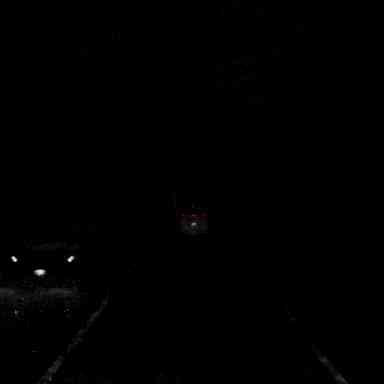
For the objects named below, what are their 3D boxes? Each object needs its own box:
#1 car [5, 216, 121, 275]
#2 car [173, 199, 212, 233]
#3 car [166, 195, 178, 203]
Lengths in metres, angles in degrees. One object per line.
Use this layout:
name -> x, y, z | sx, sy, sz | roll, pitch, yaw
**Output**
car -> -3.594, 1.495, 10.528 | 2.033, 1.411, 5.357 | 0, 0, 0
car -> 0.115, 1.387, 18.837 | 2.128, 1.511, 4.902 | 0, 0, 0
car -> -3.462, 1.174, 57.729 | 1.812, 1.442, 4.674 | 0, 0, 0
